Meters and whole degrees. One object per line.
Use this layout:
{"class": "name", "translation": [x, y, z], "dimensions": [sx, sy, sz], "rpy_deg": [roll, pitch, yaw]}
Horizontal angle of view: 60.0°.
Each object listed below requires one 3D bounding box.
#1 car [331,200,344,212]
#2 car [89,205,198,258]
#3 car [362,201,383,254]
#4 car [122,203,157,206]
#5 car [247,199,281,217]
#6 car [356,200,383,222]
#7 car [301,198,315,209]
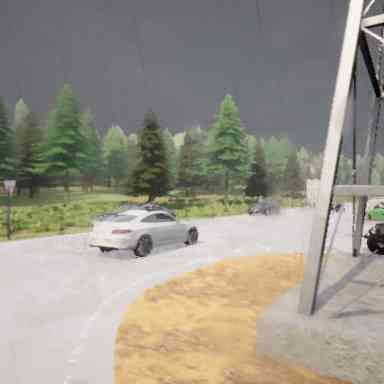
{"class": "car", "translation": [16.498, 1.638, 39.019], "dimensions": [1.895, 1.301, 4.718], "rpy_deg": [1, 0, 34]}
{"class": "car", "translation": [-1.565, 1.355, 12.110], "dimensions": [1.812, 1.442, 4.674], "rpy_deg": [0, 0, 32]}
{"class": "car", "translation": [7.970, 1.312, 11.041], "dimensions": [3.866, 1.878, 1.905], "rpy_deg": [1, 0, 2]}
{"class": "car", "translation": [-2.764, 1.305, 16.566], "dimensions": [2.128, 1.511, 4.902], "rpy_deg": [1, 0, 34]}
{"class": "car", "translation": [6.775, 1.425, 30.943], "dimensions": [1.837, 1.490, 4.892], "rpy_deg": [1, 0, 34]}
{"class": "car", "translation": [15.315, 1.517, 26.382], "dimensions": [3.988, 1.617, 1.851], "rpy_deg": [1, 0, 33]}
{"class": "car", "translation": [16.458, 1.393, 45.372], "dimensions": [2.097, 1.767, 4.553], "rpy_deg": [1, 0, 34]}
